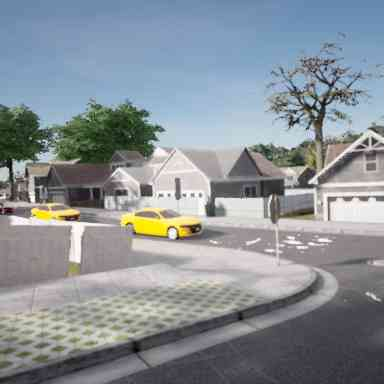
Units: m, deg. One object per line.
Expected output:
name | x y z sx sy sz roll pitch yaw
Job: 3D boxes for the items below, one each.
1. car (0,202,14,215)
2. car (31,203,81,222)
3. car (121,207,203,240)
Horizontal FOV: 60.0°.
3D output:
car | -19.864 1.705 34.035 1.895 1.301 4.718 -4 3 -44
car | -10.293 1.617 25.078 5.008 1.535 1.882 0 3 41
car | -1.745 1.620 18.336 5.008 1.535 1.882 0 3 36
